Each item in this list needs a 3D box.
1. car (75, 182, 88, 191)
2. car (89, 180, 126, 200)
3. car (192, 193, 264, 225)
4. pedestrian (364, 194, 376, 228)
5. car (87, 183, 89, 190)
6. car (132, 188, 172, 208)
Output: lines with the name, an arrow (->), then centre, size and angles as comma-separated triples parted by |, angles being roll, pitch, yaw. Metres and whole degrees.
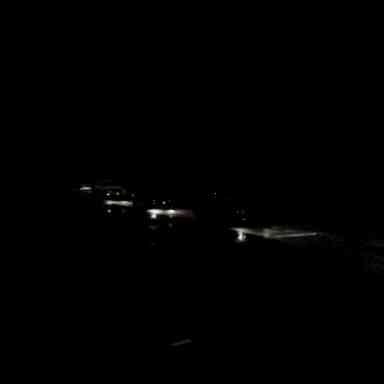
car -> -18.937, -1.000, 57.942 | 2.128, 1.511, 4.902 | 2, 2, -32
car -> -9.059, -0.286, 36.348 | 2.150, 2.045, 5.566 | 2, 1, -32
car -> 1.933, 0.887, 18.943 | 1.882, 1.535, 5.008 | 2, 2, -33
pedestrian -> 9.771, 1.047, 18.403 | 0.375, 1.860, 0.375 | 5, -3, -32
car -> -13.380, -0.529, 49.152 | 2.128, 1.511, 4.902 | 2, 2, -32
car -> -3.397, 0.473, 27.354 | 1.837, 1.490, 4.892 | 2, 2, -32
